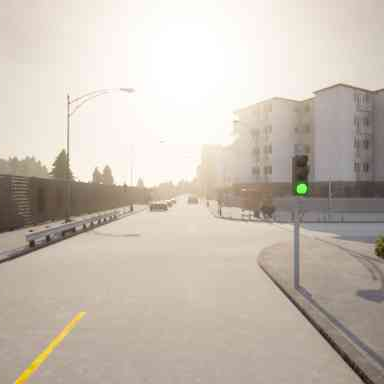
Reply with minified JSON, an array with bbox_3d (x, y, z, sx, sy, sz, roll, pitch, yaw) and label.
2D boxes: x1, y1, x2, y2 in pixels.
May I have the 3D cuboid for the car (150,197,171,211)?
[{"bbox_3d":[-4.053,1.583,41.328,1.994,1.385,4.181,0,0,0],"label":"car"}]

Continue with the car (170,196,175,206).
[{"bbox_3d":[-4.043,1.549,51.414,1.812,1.442,4.674,0,0,0],"label":"car"}]

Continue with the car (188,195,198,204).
[{"bbox_3d":[0.163,1.593,65.417,1.994,1.385,4.181,0,0,0],"label":"car"}]

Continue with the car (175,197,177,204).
[{"bbox_3d":[-3.969,1.577,65.739,2.033,1.411,5.357,0,0,1],"label":"car"}]

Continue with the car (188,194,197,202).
[{"bbox_3d":[0.077,1.390,77.306,2.097,1.767,4.553,0,0,0],"label":"car"}]
